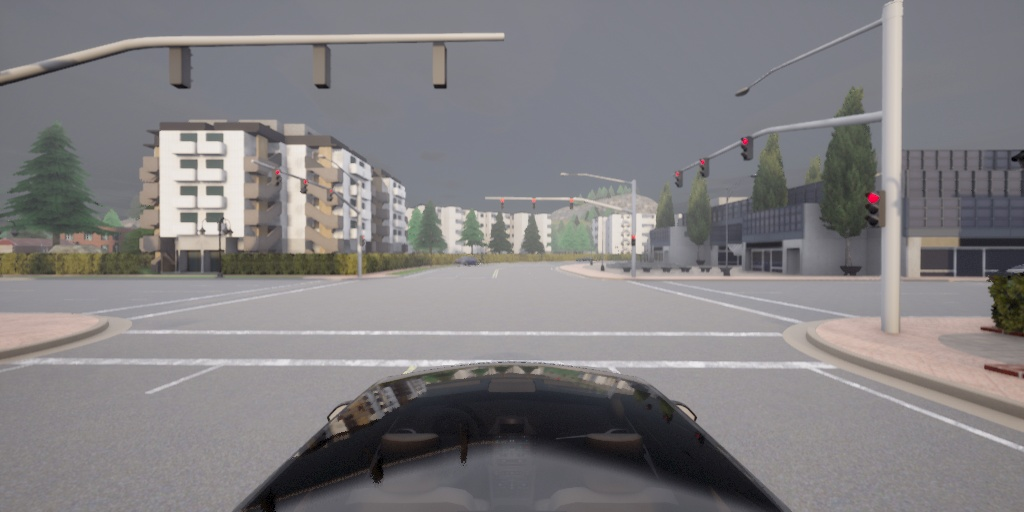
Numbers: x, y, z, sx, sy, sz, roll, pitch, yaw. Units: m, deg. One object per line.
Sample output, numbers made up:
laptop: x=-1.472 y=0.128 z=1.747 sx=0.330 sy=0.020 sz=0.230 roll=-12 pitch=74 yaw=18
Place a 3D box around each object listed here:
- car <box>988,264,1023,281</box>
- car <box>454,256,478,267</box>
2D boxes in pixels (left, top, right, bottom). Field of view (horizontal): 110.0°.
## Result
car: x=34.029 y=1.193 z=23.289 sx=4.181 sy=1.385 sz=1.994 roll=0 pitch=0 yaw=2
car: x=-7.318 y=0.737 z=57.214 sx=2.097 sy=1.767 sz=4.553 roll=2 pitch=0 yaw=26
